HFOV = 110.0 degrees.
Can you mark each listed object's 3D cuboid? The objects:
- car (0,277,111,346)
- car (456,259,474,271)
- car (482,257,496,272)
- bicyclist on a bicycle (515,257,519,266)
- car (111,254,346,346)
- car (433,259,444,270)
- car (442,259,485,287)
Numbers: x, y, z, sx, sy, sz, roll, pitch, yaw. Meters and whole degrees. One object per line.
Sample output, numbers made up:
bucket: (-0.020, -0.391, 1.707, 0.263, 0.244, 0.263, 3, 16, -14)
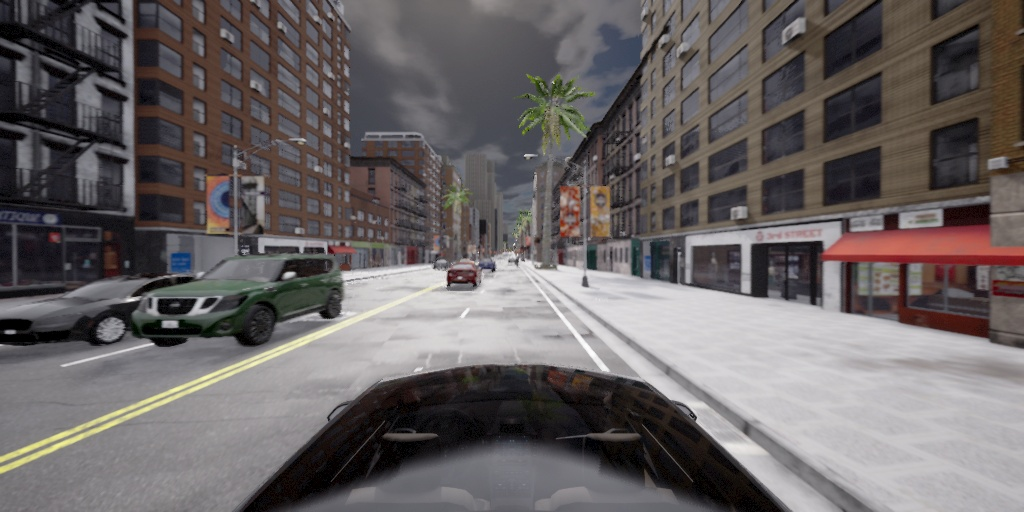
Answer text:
car: (-9.849, 1.240, 9.468, 1.837, 1.490, 4.892, 0, 0, 0)
car: (-6.568, 1.169, 50.403, 1.882, 1.535, 5.008, 0, 0, 0)
car: (-3.143, 1.039, 45.683, 2.097, 1.767, 4.553, 0, 0, 0)
bicyclist on a bicycle: (0.903, 1.085, 62.000, 0.659, 1.776, 1.843, 0, 0, 0)
car: (-6.600, 0.956, 9.682, 2.150, 2.045, 5.566, 0, 0, 0)
car: (-9.815, 1.218, 50.417, 1.812, 1.442, 4.674, 0, 0, 0)
car: (-3.147, 1.181, 24.210, 1.882, 1.535, 5.008, 0, 0, 0)
